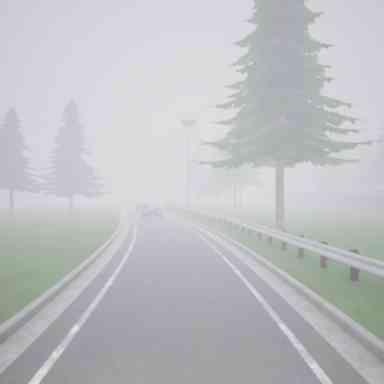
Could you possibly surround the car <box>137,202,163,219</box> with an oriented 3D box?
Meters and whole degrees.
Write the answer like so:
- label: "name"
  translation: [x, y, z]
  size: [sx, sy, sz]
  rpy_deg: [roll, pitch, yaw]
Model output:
- label: "car"
  translation: [-4.058, 1.876, 32.516]
  size: [1.895, 1.301, 4.718]
  rpy_deg: [0, 0, -12]
